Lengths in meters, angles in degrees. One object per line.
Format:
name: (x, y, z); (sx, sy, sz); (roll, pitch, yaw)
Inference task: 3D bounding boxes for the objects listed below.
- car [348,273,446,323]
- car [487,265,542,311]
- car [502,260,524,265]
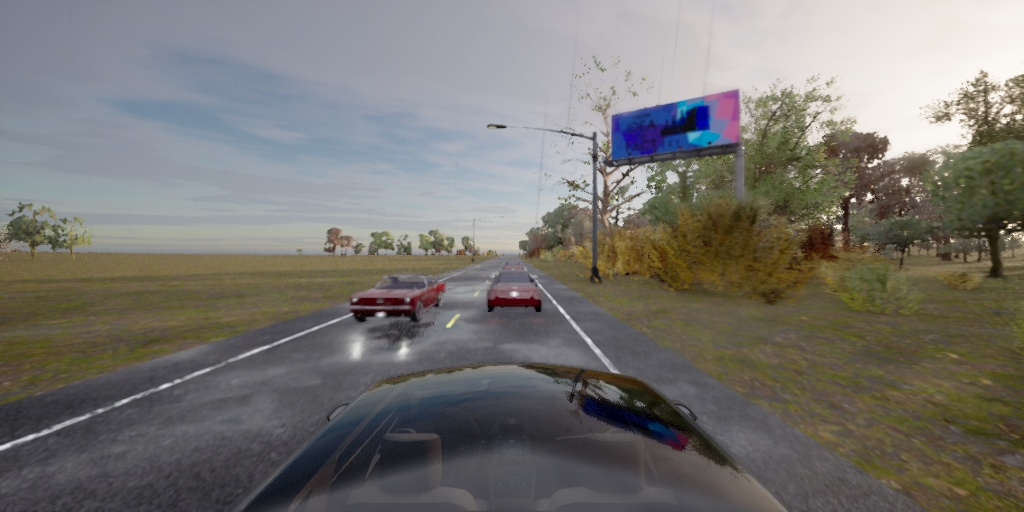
car: (-3.557, 1.271, 11.940); (1.895, 1.301, 4.718); (0, 0, 1)
car: (0.086, 1.218, 13.962); (1.994, 1.385, 4.181); (0, 0, 0)
car: (0.094, 1.075, 32.085); (1.994, 1.385, 4.181); (0, 0, 0)
